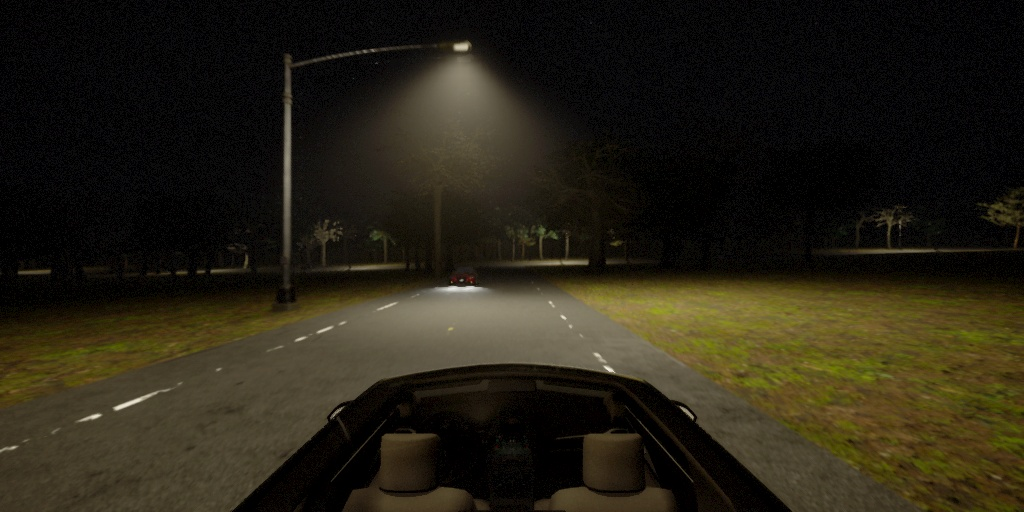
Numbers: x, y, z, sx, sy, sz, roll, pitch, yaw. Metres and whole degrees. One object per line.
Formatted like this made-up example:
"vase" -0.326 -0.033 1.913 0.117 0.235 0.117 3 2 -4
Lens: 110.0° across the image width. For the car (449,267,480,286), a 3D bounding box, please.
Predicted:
"car" -3.586 1.549 27.484 1.994 1.385 4.181 0 -1 0
